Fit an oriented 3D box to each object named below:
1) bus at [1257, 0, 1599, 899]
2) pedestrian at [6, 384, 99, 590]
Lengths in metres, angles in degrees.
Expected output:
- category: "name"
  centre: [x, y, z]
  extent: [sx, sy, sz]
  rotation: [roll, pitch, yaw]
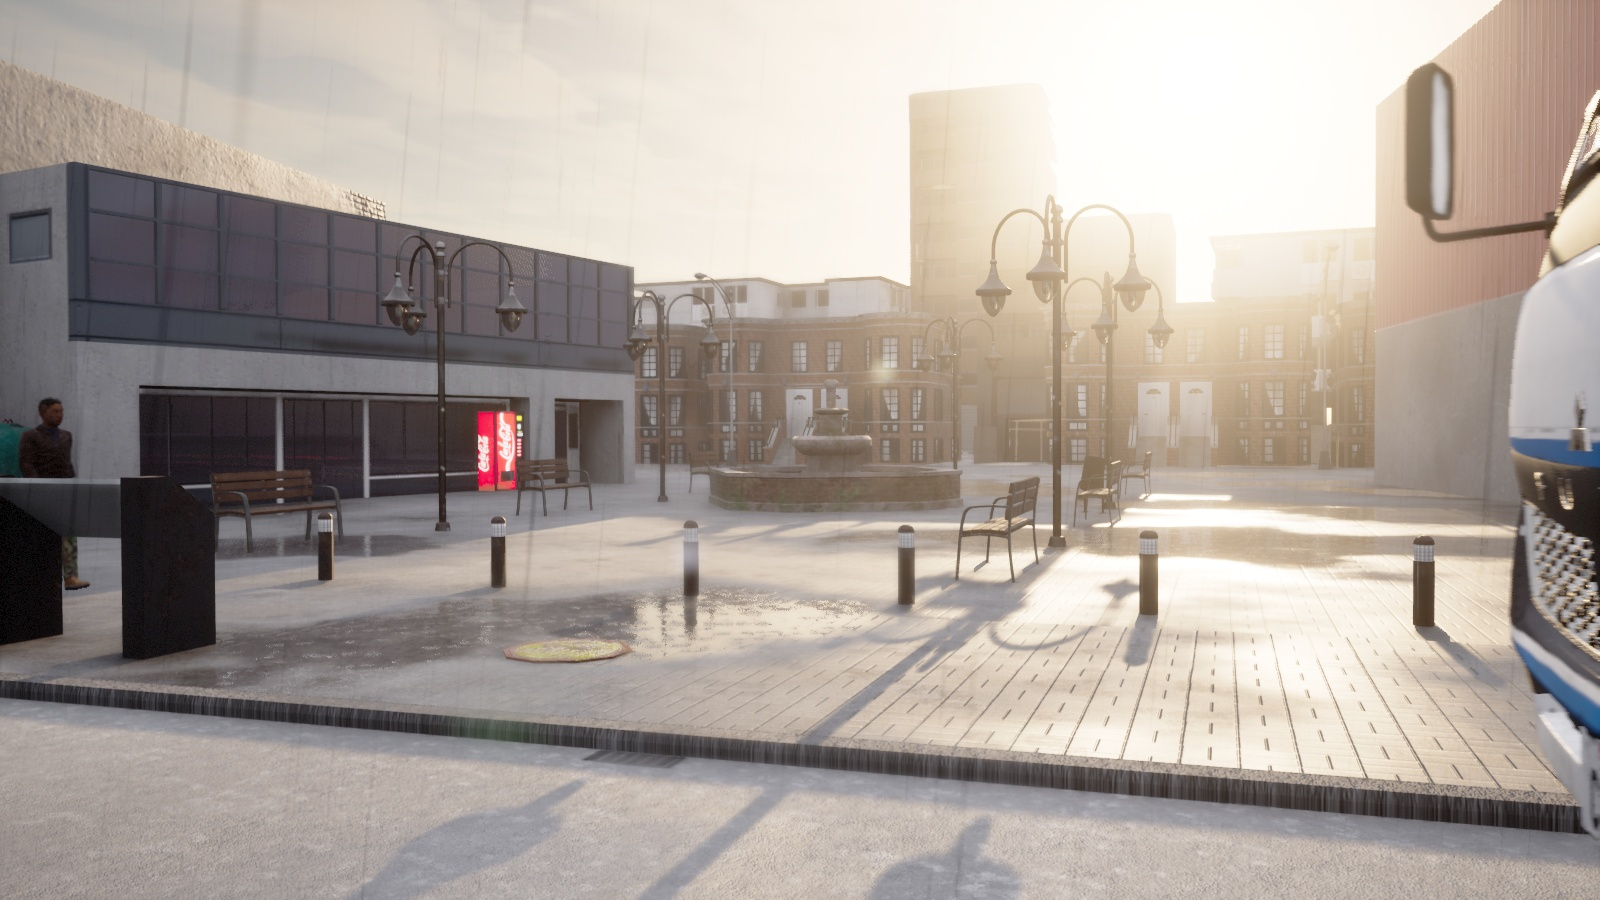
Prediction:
- category: "bus"
  centre: [6.132, -0.553, 1.638]
  extent: [10.273, 4.253, 3.944]
  rotation: [1, 1, 19]
- category: "pedestrian"
  centre: [-6.893, 0.325, 11.577]
  extent: [0.703, 1.840, 0.431]
  rotation: [1, 1, 29]
